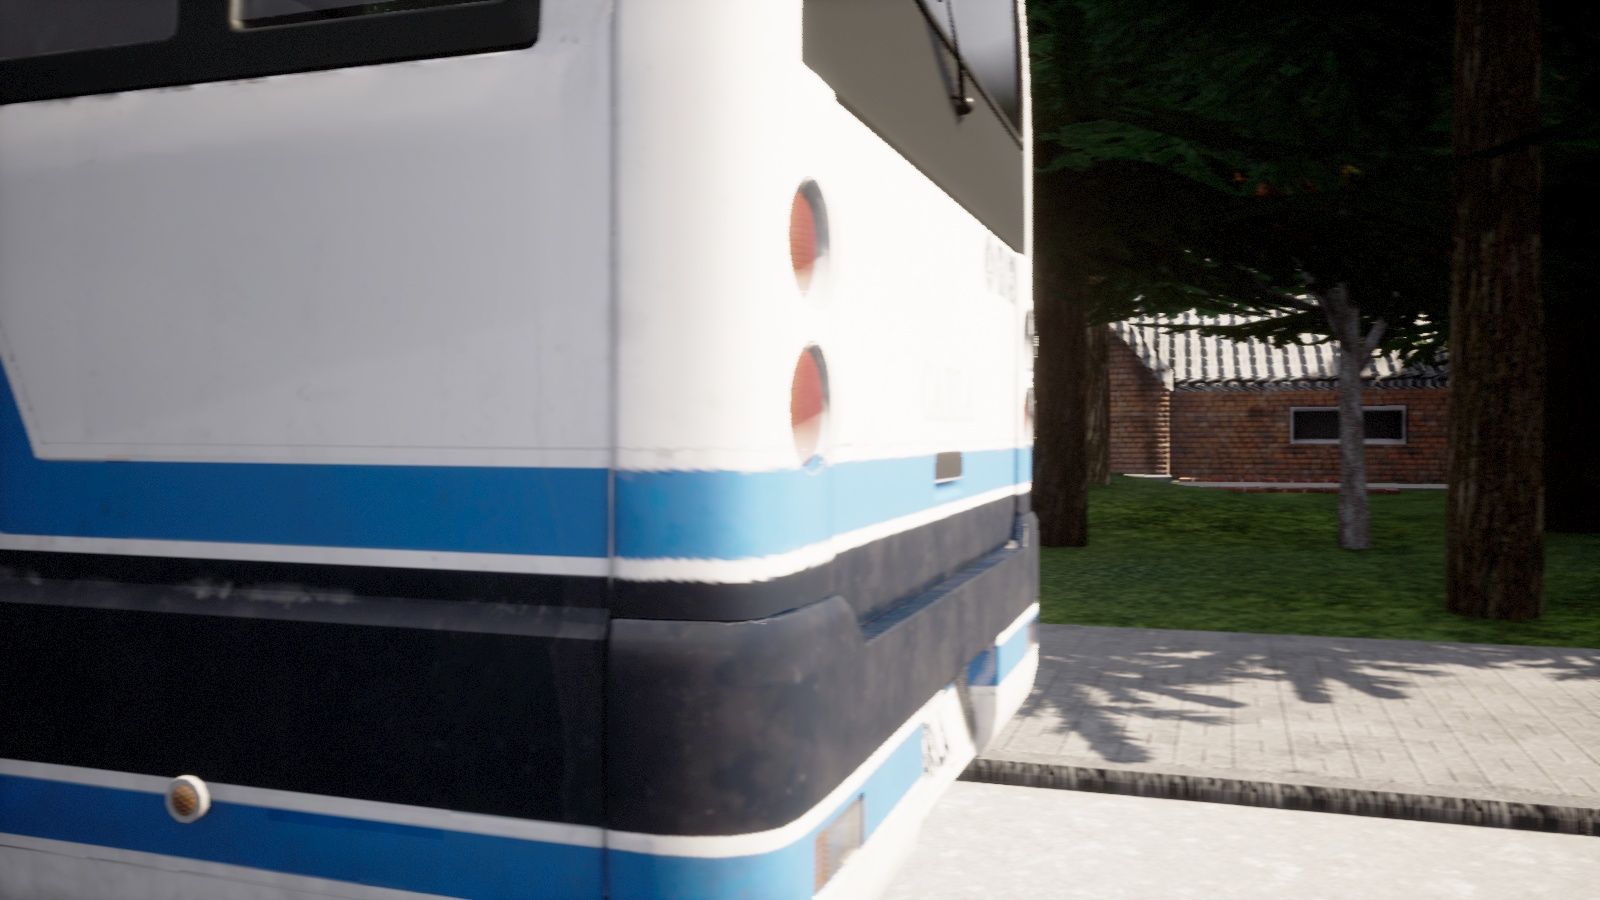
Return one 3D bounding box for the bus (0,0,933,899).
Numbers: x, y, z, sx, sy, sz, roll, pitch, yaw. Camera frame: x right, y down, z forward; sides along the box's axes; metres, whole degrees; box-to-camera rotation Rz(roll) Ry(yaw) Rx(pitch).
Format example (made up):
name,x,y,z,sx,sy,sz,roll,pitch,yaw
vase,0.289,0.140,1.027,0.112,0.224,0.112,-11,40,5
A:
name,x,y,z,sx,sy,sz,roll,pitch,yaw
bus,-4.924,-0.654,5.357,10.273,4.253,3.944,1,1,19
